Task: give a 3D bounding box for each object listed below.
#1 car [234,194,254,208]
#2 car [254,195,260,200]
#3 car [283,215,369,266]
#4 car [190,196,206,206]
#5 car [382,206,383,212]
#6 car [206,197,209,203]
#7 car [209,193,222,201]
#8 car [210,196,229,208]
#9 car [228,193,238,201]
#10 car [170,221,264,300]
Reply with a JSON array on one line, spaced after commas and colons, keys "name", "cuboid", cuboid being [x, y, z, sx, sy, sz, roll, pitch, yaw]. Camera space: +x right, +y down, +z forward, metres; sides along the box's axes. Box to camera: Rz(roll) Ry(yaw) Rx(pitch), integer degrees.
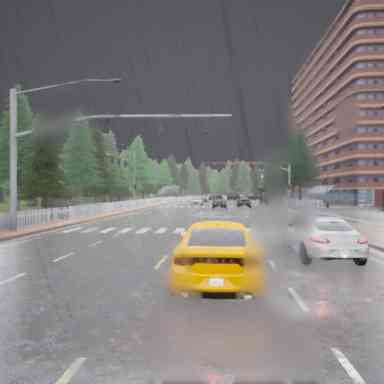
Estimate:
[{"name": "car", "cuboid": [7.537, 1.505, 48.959, 1.837, 1.490, 4.892, 0, 0, 5]}, {"name": "car", "cuboid": [15.338, 1.524, 87.039, 2.128, 1.511, 4.902, 0, 0, 34]}, {"name": "car", "cuboid": [4.436, 1.526, 11.521, 1.812, 1.442, 4.674, 0, 0, 5]}, {"name": "car", "cuboid": [0.797, 1.524, 54.696, 1.812, 1.442, 4.674, 0, 0, 5]}, {"name": "car", "cuboid": [22.452, 1.560, 34.514, 4.892, 1.490, 1.837, 0, 0, 5]}, {"name": "car", "cuboid": [2.125, 1.523, 69.752, 1.812, 1.442, 4.674, 0, 0, 5]}, {"name": "car", "cuboid": [5.970, 1.224, 84.699, 2.150, 2.045, 5.566, 0, 0, 24]}, {"name": "car", "cuboid": [3.917, 1.603, 47.605, 1.895, 1.301, 4.718, 0, 0, 5]}, {"name": "car", "cuboid": [11.122, 1.224, 86.964, 2.150, 2.045, 5.566, 0, 0, 31]}, {"name": "car", "cuboid": [0.657, 1.477, 8.488, 1.882, 1.535, 5.008, 0, 0, 5]}]
